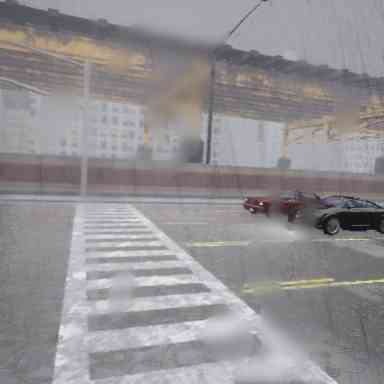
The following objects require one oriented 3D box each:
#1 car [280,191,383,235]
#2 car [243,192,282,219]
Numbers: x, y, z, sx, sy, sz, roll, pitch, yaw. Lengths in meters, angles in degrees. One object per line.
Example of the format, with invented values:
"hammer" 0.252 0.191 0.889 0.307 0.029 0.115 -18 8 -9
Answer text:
"car" 6.063 0.865 13.531 4.181 1.385 1.994 2 4 -19
"car" 5.004 0.605 16.856 4.718 1.301 1.895 2 4 -19
